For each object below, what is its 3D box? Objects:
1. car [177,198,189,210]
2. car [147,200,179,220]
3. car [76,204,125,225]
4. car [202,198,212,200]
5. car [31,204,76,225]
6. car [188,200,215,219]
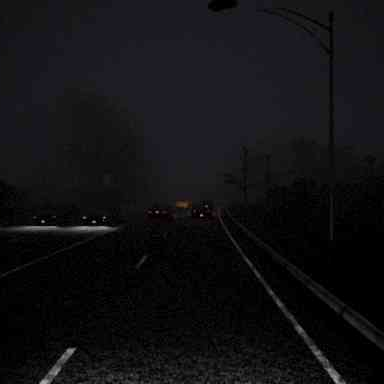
[{"bbox_3d":[-1.341,1.652,47.409,1.882,1.535,5.008,0,0,5],"label":"car"},{"bbox_3d":[-2.655,1.654,29.173,2.033,1.411,5.357,0,0,3],"label":"car"},{"bbox_3d":[-6.485,1.638,25.060,2.033,1.411,5.357,0,0,3],"label":"car"},{"bbox_3d":[2.207,1.682,47.753,1.837,1.490,4.892,0,0,5],"label":"car"},{"bbox_3d":[-9.980,1.637,25.236,2.033,1.411,5.357,0,0,3],"label":"car"},{"bbox_3d":[0.951,1.715,30.872,1.895,1.301,4.718,0,0,3],"label":"car"}]
